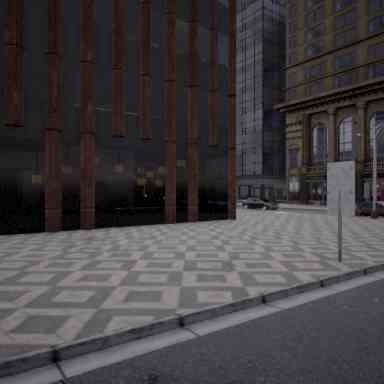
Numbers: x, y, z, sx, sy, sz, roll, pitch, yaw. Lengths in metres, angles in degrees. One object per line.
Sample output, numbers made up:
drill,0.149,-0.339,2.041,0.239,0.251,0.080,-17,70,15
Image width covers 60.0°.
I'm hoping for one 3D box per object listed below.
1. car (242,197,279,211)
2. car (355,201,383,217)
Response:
car,7.978,1.418,38.928,1.837,1.490,4.892,0,1,-35
car,15.678,1.499,28.106,2.033,1.411,5.357,0,0,-35
